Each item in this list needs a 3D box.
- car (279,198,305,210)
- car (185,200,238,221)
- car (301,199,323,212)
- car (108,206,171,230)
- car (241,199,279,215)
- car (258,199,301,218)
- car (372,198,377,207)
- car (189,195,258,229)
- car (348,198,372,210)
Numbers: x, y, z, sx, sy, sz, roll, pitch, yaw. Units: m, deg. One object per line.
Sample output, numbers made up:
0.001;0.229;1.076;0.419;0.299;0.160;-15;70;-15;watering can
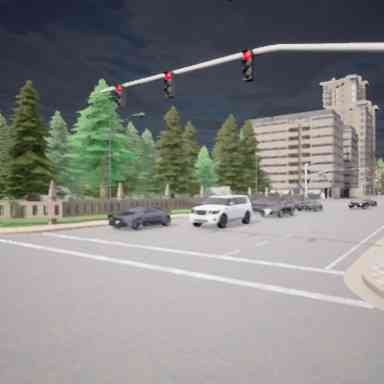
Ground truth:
13.293;1.560;43.998;1.994;1.385;4.181;0;0;36;car
1.771;1.488;27.948;2.128;1.511;4.902;0;0;36;car
13.705;1.561;38.589;1.994;1.385;4.181;0;0;36;car
-3.201;1.561;20.995;1.994;1.385;4.181;0;0;36;car
7.458;1.544;35.897;2.033;1.411;5.357;0;0;36;car
7.869;1.489;30.454;2.128;1.511;4.902;0;0;36;car
27.005;1.561;50.867;1.994;1.385;4.181;0;0;36;car
2.094;1.219;22.382;2.150;2.045;5.566;0;0;36;car
21.950;1.598;43.798;1.895;1.301;4.718;0;0;36;car
